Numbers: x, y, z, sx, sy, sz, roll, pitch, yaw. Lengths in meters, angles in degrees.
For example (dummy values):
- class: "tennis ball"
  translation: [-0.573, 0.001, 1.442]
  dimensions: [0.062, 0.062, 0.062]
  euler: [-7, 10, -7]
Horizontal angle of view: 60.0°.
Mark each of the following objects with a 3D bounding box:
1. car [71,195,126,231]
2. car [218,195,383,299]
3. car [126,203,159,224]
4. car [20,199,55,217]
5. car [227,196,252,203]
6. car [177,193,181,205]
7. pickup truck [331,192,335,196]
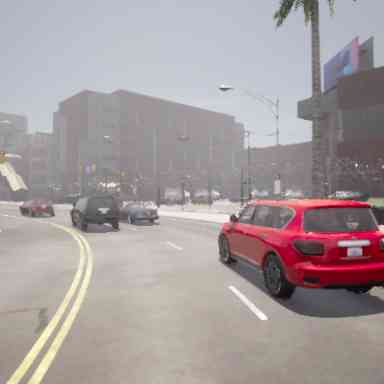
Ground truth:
- class: "car"
  translation: [-6.273, 1.242, 21.296]
  dimensions: [2.150, 2.045, 5.566]
  euler: [0, 0, -28]
- class: "car"
  translation: [2.394, 1.193, 8.684]
  dimensions: [2.150, 2.045, 5.566]
  euler: [0, 0, -12]
- class: "car"
  translation: [-4.333, 1.550, 24.877]
  dimensions: [2.033, 1.411, 5.357]
  euler: [0, 0, -33]
- class: "car"
  translation: [-15.065, 1.422, 32.233]
  dimensions: [2.097, 1.767, 4.553]
  euler: [0, 0, -42]
- class: "car"
  translation: [9.218, 1.438, 64.981]
  dimensions: [1.895, 1.301, 4.718]
  euler: [0, 0, -44]
- class: "car"
  translation: [-3.782, 1.223, 52.384]
  dimensions: [2.185, 1.767, 4.553]
  euler: [0, 0, -44]
- class: "pickup truck"
  translation: [14.848, 0.951, 31.983]
  dimensions: [6.274, 2.098, 2.390]
  euler: [0, 0, -44]
